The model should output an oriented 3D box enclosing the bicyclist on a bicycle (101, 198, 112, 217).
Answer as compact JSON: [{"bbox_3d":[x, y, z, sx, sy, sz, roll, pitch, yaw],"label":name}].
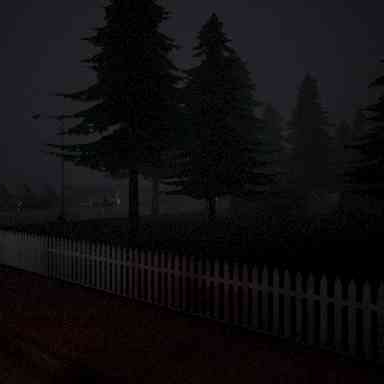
[{"bbox_3d":[-7.164,1.302,27.830,1.656,1.620,0.582,0,0,34],"label":"bicyclist on a bicycle"}]

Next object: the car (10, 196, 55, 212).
[{"bbox_3d":[-18.018,1.352,37.625,2.097,1.767,4.553,0,0,34],"label":"car"}]

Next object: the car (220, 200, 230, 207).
[{"bbox_3d":[4.308,1.222,51.448,2.150,2.045,5.566,0,0,34],"label":"car"}]

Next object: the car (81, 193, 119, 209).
[{"bbox_3d":[-12.522,1.222,45.700,2.150,2.045,5.566,0,0,34],"label":"car"}]

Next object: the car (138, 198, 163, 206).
[{"bbox_3d":[-6.785,1.492,54.088,2.128,1.511,4.902,0,0,35],"label":"car"}]
